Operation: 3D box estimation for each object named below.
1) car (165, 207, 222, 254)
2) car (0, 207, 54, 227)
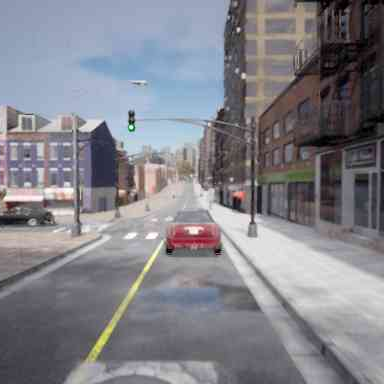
[{"bbox_3d":[0.036,1.471,14.121,2.097,1.767,4.553,0,0,-1],"label":"car"},{"bbox_3d":[-13.238,1.909,25.687,4.892,1.490,1.837,-1,1,0],"label":"car"}]
